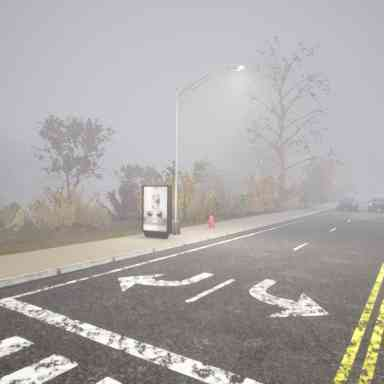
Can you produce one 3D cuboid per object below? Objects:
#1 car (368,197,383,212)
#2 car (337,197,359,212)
[{"bbox_3d":[21.474,1.392,38.124,2.097,1.767,4.553,0,0,30],"label":"car"},{"bbox_3d":[18.670,1.390,39.767,2.097,1.767,4.553,0,0,30],"label":"car"}]
